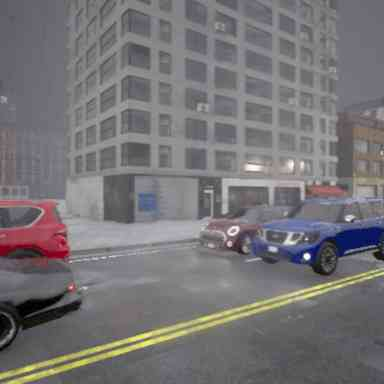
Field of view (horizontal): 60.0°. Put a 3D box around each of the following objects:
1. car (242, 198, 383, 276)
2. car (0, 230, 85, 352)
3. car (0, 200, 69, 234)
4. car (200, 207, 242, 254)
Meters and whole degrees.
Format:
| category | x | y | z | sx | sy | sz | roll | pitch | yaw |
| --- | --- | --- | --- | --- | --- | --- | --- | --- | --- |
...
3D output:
| category | x | y | z | sx | sy | sz | roll | pitch | yaw |
| --- | --- | --- | --- | --- | --- | --- | --- | --- | --- |
| car | 4.475 | 1.216 | 10.751 | 5.566 | 2.045 | 2.150 | 0 | 0 | -36 |
| car | -4.335 | 1.548 | 4.536 | 5.357 | 1.411 | 2.033 | 0 | 0 | -35 |
| car | -5.689 | 1.222 | 7.562 | 5.566 | 2.045 | 2.150 | 0 | 0 | -35 |
| car | 2.516 | 1.347 | 13.345 | 4.553 | 1.767 | 2.097 | 0 | 0 | -36 |
